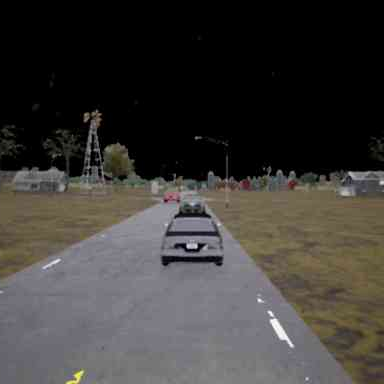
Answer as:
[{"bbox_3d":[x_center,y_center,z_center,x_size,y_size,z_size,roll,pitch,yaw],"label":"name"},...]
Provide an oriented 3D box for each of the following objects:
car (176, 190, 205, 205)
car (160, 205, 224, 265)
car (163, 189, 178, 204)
[{"bbox_3d":[0.043,0.960,28.192,2.097,1.767,4.553,0,1,1],"label":"car"},{"bbox_3d":[0.019,1.401,11.053,2.033,1.411,5.357,0,1,0],"label":"car"},{"bbox_3d":[-2.792,0.545,47.219,2.150,2.045,5.566,0,1,1],"label":"car"}]
